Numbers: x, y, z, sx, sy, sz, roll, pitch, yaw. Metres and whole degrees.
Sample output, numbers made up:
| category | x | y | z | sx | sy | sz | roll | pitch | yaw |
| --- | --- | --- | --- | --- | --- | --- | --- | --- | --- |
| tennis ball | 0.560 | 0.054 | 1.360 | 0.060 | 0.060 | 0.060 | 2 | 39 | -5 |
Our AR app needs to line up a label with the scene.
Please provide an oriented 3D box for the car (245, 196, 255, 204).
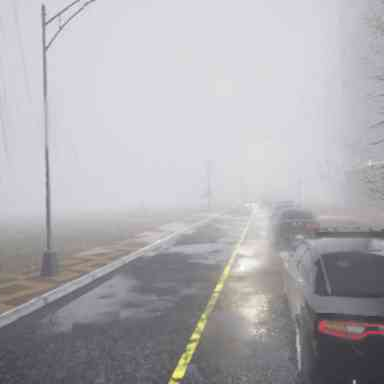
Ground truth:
| category | x | y | z | sx | sy | sz | roll | pitch | yaw |
| --- | --- | --- | --- | --- | --- | --- | --- | --- | --- |
| car | 11.604 | 1.568 | 66.263 | 2.128 | 1.511 | 4.902 | -2 | 0 | 12 |

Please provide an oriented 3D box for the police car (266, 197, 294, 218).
| category | x | y | z | sx | sy | sz | roll | pitch | yaw |
| --- | --- | --- | --- | --- | --- | --- | --- | --- | --- |
| police car | 5.872 | 1.386 | 20.999 | 1.930 | 1.638 | 5.238 | -2 | 0 | 12 |

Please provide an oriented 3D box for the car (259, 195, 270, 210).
| category | x | y | z | sx | sy | sz | roll | pitch | yaw |
| --- | --- | --- | --- | --- | --- | --- | --- | --- | --- |
| car | 9.643 | 1.512 | 42.706 | 1.812 | 1.442 | 4.674 | -2 | 0 | 12 |

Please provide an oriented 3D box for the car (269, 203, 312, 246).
| category | x | y | z | sx | sy | sz | roll | pitch | yaw |
| --- | --- | --- | --- | --- | --- | --- | --- | --- | --- |
| car | 4.591 | 1.466 | 15.025 | 1.837 | 1.490 | 4.892 | -2 | 0 | 12 |

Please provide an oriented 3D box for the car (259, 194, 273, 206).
| category | x | y | z | sx | sy | sz | roll | pitch | yaw |
| --- | --- | --- | --- | --- | --- | --- | --- | --- | --- |
| car | 12.321 | 1.338 | 55.327 | 2.097 | 1.767 | 4.553 | -2 | 0 | 12 |

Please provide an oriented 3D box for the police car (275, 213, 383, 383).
| category | x | y | z | sx | sy | sz | roll | pitch | yaw |
| --- | --- | --- | --- | --- | --- | --- | --- | --- | --- |
| police car | 2.514 | 1.386 | 5.355 | 1.930 | 1.638 | 5.238 | -2 | 0 | 12 |
